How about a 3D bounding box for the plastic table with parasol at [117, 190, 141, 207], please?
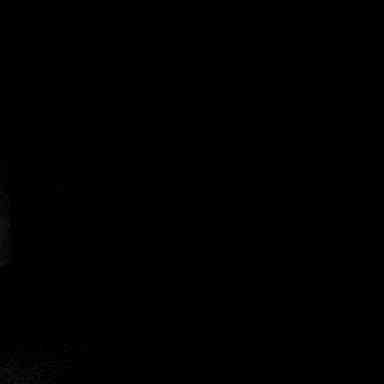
[{"bbox_3d":[-9.531,0.949,50.543,2.482,2.480,2.482,0,0,36],"label":"plastic table with parasol"}]
